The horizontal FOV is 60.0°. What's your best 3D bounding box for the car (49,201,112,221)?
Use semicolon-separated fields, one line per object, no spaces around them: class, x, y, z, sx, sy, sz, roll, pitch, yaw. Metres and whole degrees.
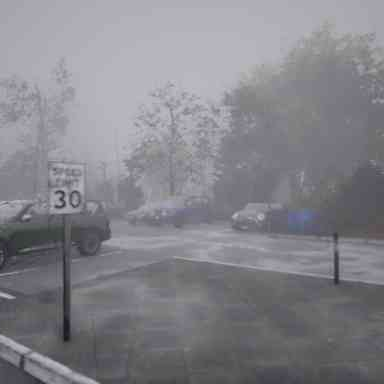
car;-9.778;1.607;29.509;2.097;1.535;5.008;-1;0;35

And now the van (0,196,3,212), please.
van;-25.947;1.530;40.875;1.878;1.987;4.442;0;0;35

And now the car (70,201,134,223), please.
car;-7.457;1.586;27.900;2.231;1.521;4.892;-1;0;35

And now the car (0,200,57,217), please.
car;-16.834;1.672;34.417;2.097;1.535;5.008;-1;0;35

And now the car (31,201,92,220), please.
car;-12.097;1.628;31.119;2.097;1.535;5.008;-1;0;35

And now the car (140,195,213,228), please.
car;-0.612;1.265;23.127;2.435;2.045;5.566;-1;0;35

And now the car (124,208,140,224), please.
car;-2.809;1.541;24.693;2.231;1.521;4.892;-1;0;35

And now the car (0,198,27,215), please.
car;-21.459;1.589;37.658;2.185;1.767;4.553;-1;0;35

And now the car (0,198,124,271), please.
car;-5.285;1.239;11.066;2.435;2.045;5.566;-1;0;35

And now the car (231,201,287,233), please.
car;4.117;1.331;19.803;2.185;1.767;4.553;0;0;35

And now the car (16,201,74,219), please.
car;-14.398;1.679;32.756;2.163;1.488;4.792;-1;0;35

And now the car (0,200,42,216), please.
car;-19.160;1.693;36.018;2.097;1.535;5.008;-1;0;35

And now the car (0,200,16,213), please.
car;-23.793;1.736;39.246;2.097;1.535;5.008;-1;0;35
